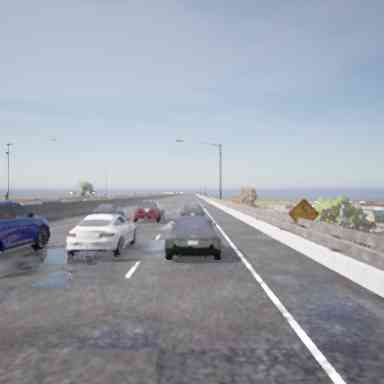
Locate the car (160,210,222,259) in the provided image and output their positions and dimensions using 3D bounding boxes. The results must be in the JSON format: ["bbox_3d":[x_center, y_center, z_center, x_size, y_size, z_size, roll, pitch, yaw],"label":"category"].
[{"bbox_3d":[0.056,1.620,12.840,1.994,1.385,4.181,0,0,0],"label":"car"}]

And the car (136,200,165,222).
[{"bbox_3d":[-3.438,1.465,27.461,2.097,1.767,4.553,0,0,0],"label":"car"}]

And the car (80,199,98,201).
[{"bbox_3d":[-17.496,1.825,58.470,1.895,1.301,4.718,0,0,1],"label":"car"}]

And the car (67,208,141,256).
[{"bbox_3d":[-3.442,1.582,13.248,1.812,1.442,4.674,0,0,1],"label":"car"}]

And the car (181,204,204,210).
[{"bbox_3d":[0.065,1.679,27.746,1.994,1.385,4.181,0,0,1],"label":"car"}]

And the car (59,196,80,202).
[{"bbox_3d":[-20.997,1.576,58.424,2.097,1.767,4.553,0,0,1],"label":"car"}]

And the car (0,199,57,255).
[{"bbox_3d":[-6.959,1.273,11.398,2.150,2.045,5.566,0,0,1],"label":"car"}]

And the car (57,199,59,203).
[{"bbox_3d":[-24.487,1.824,58.228,1.895,1.301,4.718,0,0,1],"label":"car"}]

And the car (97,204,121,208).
[{"bbox_3d":[-6.936,1.679,27.653,1.994,1.385,4.181,0,0,1],"label":"car"}]

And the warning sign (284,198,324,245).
[{"bbox_3d":[4.567,1.174,13.657,1.300,1.860,1.060,1,0,0],"label":"warning sign"}]
